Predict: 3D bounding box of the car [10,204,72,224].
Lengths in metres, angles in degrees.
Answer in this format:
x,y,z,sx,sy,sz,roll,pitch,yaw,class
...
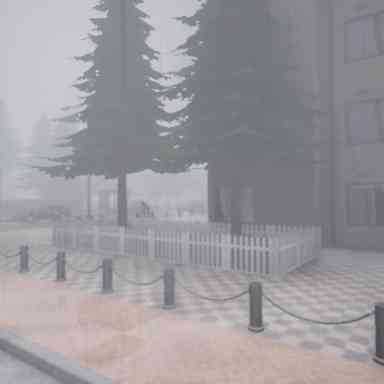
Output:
x,y,z,sx,sy,sz,roll,pitch,yaw,class
-12.504,1.767,27.855,2.128,1.511,4.902,-1,0,37,car

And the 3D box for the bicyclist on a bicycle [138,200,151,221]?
x,y,z,sx,sy,sz,roll,pitch,yaw,class
-3.900,1.492,26.815,1.656,1.620,0.582,-1,-1,37,bicyclist on a bicycle

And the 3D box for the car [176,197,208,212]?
x,y,z,sx,sy,sz,roll,pitch,yaw,class
-0.169,1.794,44.040,1.812,1.442,4.674,-1,0,37,car

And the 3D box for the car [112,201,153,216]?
x,y,z,sx,sy,sz,roll,pitch,yaw,class
-6.380,1.750,35.909,1.882,1.535,5.008,-1,0,37,car

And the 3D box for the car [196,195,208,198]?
x,y,z,sx,sy,sz,roll,pitch,yaw,class
3.689,1.655,84.588,1.932,1.855,4.605,-1,0,36,car
